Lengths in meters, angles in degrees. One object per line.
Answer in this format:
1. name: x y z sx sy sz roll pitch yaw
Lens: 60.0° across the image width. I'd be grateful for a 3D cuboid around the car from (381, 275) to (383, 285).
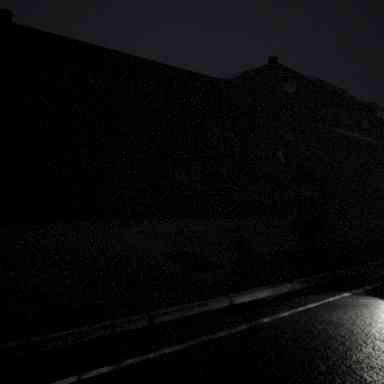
1. car: 7.069 1.845 8.885 5.357 1.411 2.033 2 -1 -39
